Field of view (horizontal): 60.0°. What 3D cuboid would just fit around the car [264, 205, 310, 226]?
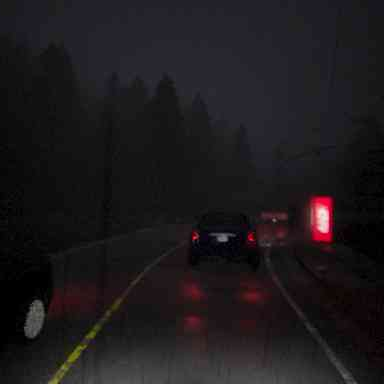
[{"bbox_3d":[6.685,1.556,23.343,1.895,1.301,4.718,0,0,37],"label":"car"}]

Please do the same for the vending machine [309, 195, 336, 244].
[{"bbox_3d":[5.777,1.175,14.741,1.100,2.100,0.880,0,0,21],"label":"vending machine"}]

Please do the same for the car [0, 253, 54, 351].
[{"bbox_3d":[-3.337,1.446,3.537,1.882,1.535,5.008,0,0,3],"label":"car"}]

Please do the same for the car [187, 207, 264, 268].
[{"bbox_3d":[1.207,1.320,11.411,2.097,1.767,4.553,0,0,10],"label":"car"}]
